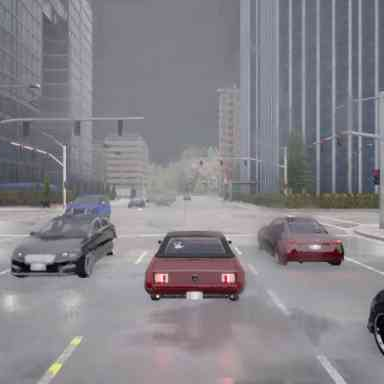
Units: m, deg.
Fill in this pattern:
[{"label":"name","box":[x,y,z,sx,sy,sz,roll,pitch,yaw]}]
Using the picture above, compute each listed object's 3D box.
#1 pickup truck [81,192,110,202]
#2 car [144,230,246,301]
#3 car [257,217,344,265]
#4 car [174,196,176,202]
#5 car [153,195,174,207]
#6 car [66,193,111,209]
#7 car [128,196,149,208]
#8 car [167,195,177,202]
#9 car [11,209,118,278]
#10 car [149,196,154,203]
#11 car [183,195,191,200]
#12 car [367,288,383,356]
[{"label":"pickup truck","box":[-21.197,1.059,73.336,2.390,2.098,6.274,0,0,30]},{"label":"car","box":[0.071,1.601,8.289,1.895,1.301,4.718,0,0,0]},{"label":"car","box":[3.577,1.564,11.647,1.994,1.385,4.181,0,0,0]},{"label":"car","box":[-4.480,1.503,63.104,1.837,1.490,4.892,0,0,0]},{"label":"car","box":[-4.350,1.547,51.564,2.033,1.411,5.357,0,0,-1]},{"label":"car","box":[-7.259,1.221,23.771,2.150,2.045,5.566,0,0,-2]},{"label":"car","box":[-7.793,1.526,47.464,1.812,1.442,4.674,0,0,1]},{"label":"car","box":[-4.625,1.522,76.846,2.128,1.511,4.902,0,0,-1]},{"label":"car","box":[-3.604,1.491,10.241,2.128,1.511,4.902,0,0,0]},{"label":"car","box":[-7.994,1.506,65.247,1.837,1.490,4.892,0,0,0]},{"label":"car","box":[-1.295,1.553,88.561,1.994,1.385,4.181,0,0,-1]},{"label":"car","box":[3.608,1.564,3.236,1.994,1.385,4.181,0,0,-1]}]
